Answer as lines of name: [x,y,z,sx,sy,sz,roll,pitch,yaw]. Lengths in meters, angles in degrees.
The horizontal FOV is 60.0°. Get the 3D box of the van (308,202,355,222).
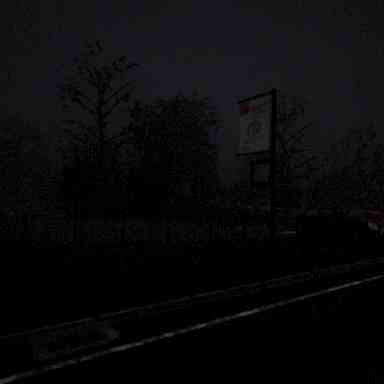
van: [15.580,2.166,37.339,1.878,1.987,4.442,3,-2,-36]

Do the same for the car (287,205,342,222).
car: [13.130,2.261,35.948,1.946,1.575,5.366,3,-2,-36]

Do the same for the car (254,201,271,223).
car: [4.190,1.827,29.262,2.231,1.521,4.892,2,-1,-36]

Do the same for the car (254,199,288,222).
car: [6.468,1.671,30.890,2.435,2.045,5.566,2,-1,-36]

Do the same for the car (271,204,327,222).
car: [10.972,2.146,34.395,1.946,1.575,5.366,3,-2,-36]

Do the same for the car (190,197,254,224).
car: [2.051,1.487,27.680,2.435,2.045,5.566,2,-1,-36]

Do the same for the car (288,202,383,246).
car: [7.471,1.544,16.527,2.185,1.767,4.553,2,-1,-36]
